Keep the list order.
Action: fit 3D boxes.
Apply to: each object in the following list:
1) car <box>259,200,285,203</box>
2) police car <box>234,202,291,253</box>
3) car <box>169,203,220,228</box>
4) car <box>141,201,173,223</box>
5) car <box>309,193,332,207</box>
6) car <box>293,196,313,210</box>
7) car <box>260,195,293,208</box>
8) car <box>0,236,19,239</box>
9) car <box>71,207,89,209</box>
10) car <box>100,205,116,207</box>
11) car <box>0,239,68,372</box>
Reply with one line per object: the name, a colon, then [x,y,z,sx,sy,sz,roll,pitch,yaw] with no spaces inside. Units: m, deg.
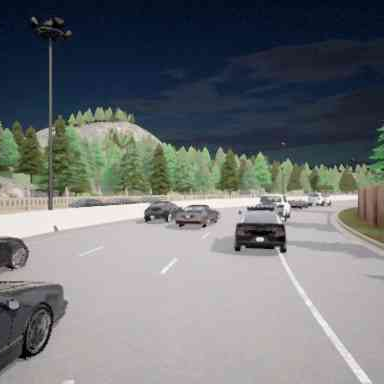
car: [5.029,1.502,22.221,1.837,1.490,4.892,0,0,17]
police car: [2.860,1.423,13.930,1.930,1.638,5.238,0,0,12]
car: [0.497,1.544,22.372,2.033,1.411,5.357,0,0,17]
car: [-2.056,1.501,25.688,1.837,1.490,4.892,0,0,17]
car: [20.177,1.214,52.583,2.150,2.045,5.566,0,0,41]
car: [14.054,1.557,44.020,1.994,1.385,4.181,0,0,34]
car: [6.750,1.220,27.169,2.150,2.045,5.566,0,0,21]
car: [-6.042,1.524,8.150,1.812,1.442,4.674,0,0,7]
car: [-12.354,1.499,38.547,1.837,1.490,4.892,0,0,23]
car: [-8.652,1.472,38.334,1.882,1.535,5.008,0,0,24]
car: [-3.112,1.547,2.990,2.033,1.411,5.357,0,0,4]
